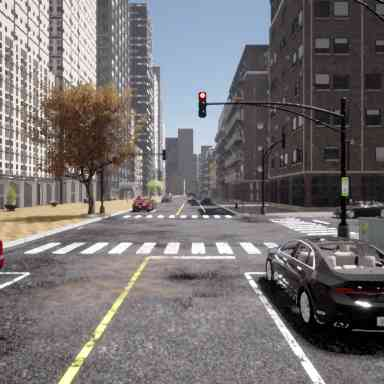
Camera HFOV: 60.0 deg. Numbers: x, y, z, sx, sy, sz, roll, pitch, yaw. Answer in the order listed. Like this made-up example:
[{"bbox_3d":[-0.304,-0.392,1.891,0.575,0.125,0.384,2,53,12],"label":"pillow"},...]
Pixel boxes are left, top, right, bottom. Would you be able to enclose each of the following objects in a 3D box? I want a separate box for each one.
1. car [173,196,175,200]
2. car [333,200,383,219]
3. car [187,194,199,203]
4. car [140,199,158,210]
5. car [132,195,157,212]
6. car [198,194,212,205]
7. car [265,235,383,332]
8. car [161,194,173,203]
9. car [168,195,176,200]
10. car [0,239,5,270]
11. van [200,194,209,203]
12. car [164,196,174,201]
[{"bbox_3d":[-5.725,1.385,77.817,2.192,1.841,5.009,0,0,0],"label":"car"},{"bbox_3d":[13.415,1.350,26.183,4.403,1.369,2.008,-1,1,-1],"label":"car"},{"bbox_3d":[-0.030,1.656,68.927,1.895,1.301,4.718,0,0,0],"label":"car"},{"bbox_3d":[-5.710,1.592,44.680,1.947,1.339,4.313,0,0,0],"label":"car"},{"bbox_3d":[-5.708,1.336,39.157,2.192,1.841,5.009,0,0,0],"label":"car"},{"bbox_3d":[2.664,1.610,61.251,1.947,1.339,4.313,0,0,0],"label":"car"},{"bbox_3d":[2.687,1.551,6.772,2.008,1.369,4.403,0,0,0],"label":"car"},{"bbox_3d":[-5.722,1.627,72.294,1.947,1.339,4.313,0,0,0],"label":"car"},{"bbox_3d":[-5.732,1.654,94.385,2.008,1.369,4.403,0,0,0],"label":"car"},{"bbox_3d":[-5.694,1.545,6.769,1.887,1.381,4.507,0,0,0],"label":"car"},{"bbox_3d":[2.658,1.402,72.298,1.690,1.788,3.998,0,0,0],"label":"van"},{"bbox_3d":[-5.727,1.632,83.340,2.008,1.369,4.403,0,0,0],"label":"car"}]
